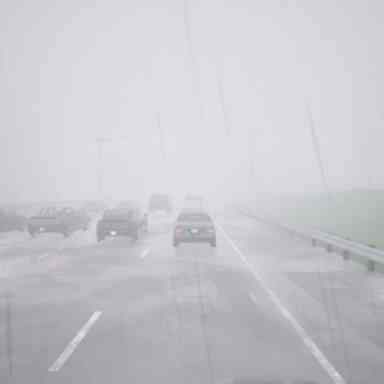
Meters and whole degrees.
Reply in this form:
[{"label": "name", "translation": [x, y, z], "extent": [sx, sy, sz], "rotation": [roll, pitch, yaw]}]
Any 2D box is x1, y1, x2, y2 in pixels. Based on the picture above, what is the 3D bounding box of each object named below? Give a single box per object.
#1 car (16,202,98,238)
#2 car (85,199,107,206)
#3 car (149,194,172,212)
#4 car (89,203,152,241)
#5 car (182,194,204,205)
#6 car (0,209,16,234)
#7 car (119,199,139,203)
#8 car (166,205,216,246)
[{"label": "car", "translation": [-6.898, 1.511, 17.696], "extent": [2.128, 1.511, 4.902], "rotation": [0, 0, 0]}, {"label": "car", "translation": [-10.396, 1.531, 35.648], "extent": [2.128, 1.511, 4.902], "rotation": [0, 0, 0]}, {"label": "car", "translation": [-3.397, 1.259, 35.890], "extent": [2.150, 2.045, 5.566], "rotation": [0, 0, 0]}, {"label": "car", "translation": [-3.398, 1.523, 16.787], "extent": [1.837, 1.490, 4.892], "rotation": [0, 0, 0]}, {"label": "car", "translation": [0.105, 1.259, 36.329], "extent": [2.150, 2.045, 5.566], "rotation": [0, 0, 0]}, {"label": "car", "translation": [-10.399, 1.566, 17.259], "extent": [2.033, 1.411, 5.357], "rotation": [0, 0, 0]}, {"label": "car", "translation": [-6.896, 1.530, 36.017], "extent": [2.128, 1.511, 4.902], "rotation": [0, 0, 0]}, {"label": "car", "translation": [0.102, 1.564, 15.371], "extent": [2.033, 1.411, 5.357], "rotation": [0, 0, 0]}]
